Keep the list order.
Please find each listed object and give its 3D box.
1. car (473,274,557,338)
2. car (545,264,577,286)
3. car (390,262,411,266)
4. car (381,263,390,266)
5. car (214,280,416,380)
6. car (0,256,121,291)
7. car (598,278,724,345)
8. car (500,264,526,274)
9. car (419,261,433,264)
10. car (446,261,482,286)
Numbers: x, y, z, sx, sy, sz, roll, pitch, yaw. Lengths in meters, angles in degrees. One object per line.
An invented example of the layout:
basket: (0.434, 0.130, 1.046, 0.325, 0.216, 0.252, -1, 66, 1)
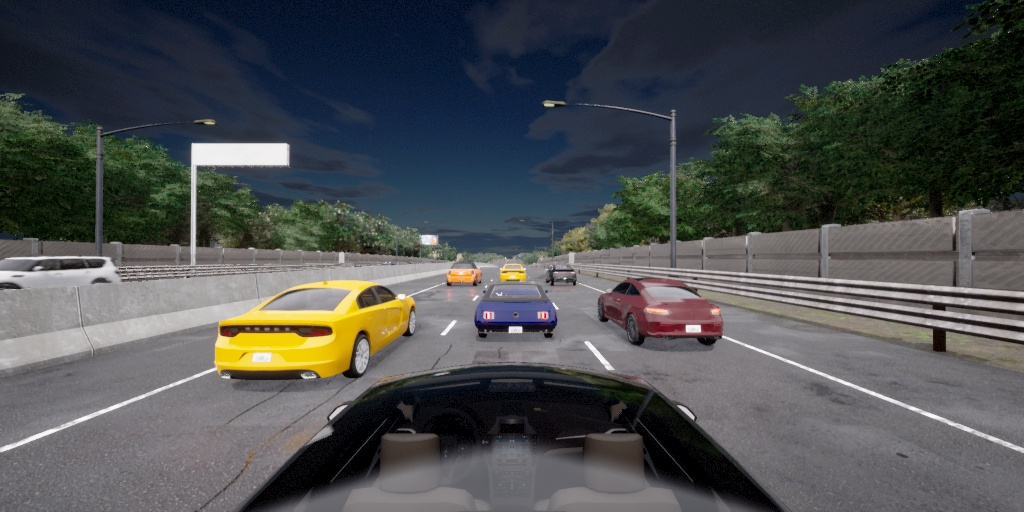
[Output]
car: (0.093, 1.364, 10.205, 1.895, 1.301, 4.718, 0, 0, 0)
car: (3.578, 1.359, 26.721, 2.128, 1.511, 4.902, 0, -1, 0)
car: (-17.597, 1.692, 57.917, 1.837, 1.490, 4.892, 0, -1, 0)
car: (-21.066, 1.815, 61.123, 1.994, 1.385, 4.181, 0, -1, 0)
car: (-3.406, 1.234, 7.358, 1.882, 1.535, 5.008, 0, 0, 0)
car: (-21.115, 1.008, 15.975, 2.150, 2.045, 5.566, 0, 0, 0)
car: (3.592, 1.287, 9.411, 1.812, 1.442, 4.674, 0, 0, 0)
car: (0.072, 1.356, 27.937, 1.882, 1.535, 5.008, 0, -1, 0)
car: (-14.092, 1.548, 58.776, 2.097, 1.767, 4.553, 0, -1, 0)
car: (-3.430, 1.217, 26.407, 2.097, 1.767, 4.553, 0, -1, 1)
